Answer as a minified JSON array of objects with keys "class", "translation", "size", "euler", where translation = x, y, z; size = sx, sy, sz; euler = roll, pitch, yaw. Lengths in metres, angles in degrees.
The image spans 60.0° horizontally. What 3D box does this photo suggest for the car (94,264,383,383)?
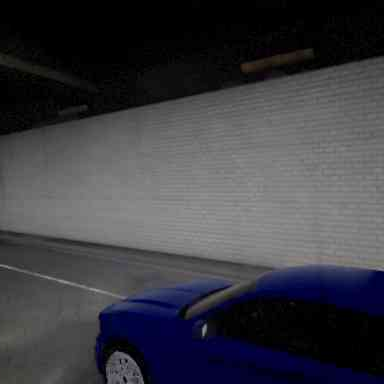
[{"class":"car","translation":[1.166,1.478,3.161],"size":[5.008,1.535,1.882],"euler":[0,0,36]}]
